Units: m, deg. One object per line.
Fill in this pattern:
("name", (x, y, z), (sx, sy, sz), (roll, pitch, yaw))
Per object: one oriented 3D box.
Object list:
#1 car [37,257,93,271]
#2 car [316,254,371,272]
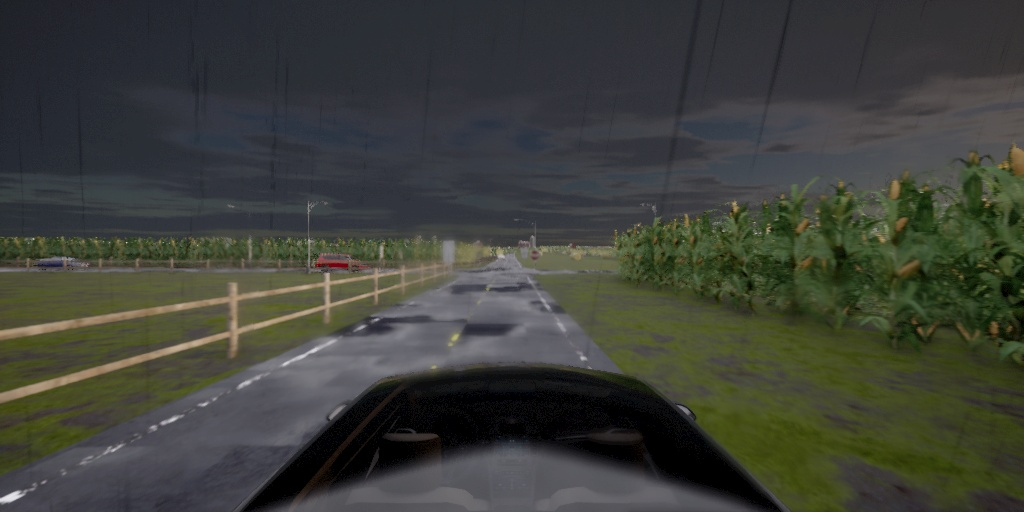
("car", (-49.563, 0.805, 39.741), (4.674, 1.442, 1.812), (0, 1, -1))
("car", (-18.878, 0.819, 40.253), (5.566, 2.045, 2.150), (2, 1, -1))
